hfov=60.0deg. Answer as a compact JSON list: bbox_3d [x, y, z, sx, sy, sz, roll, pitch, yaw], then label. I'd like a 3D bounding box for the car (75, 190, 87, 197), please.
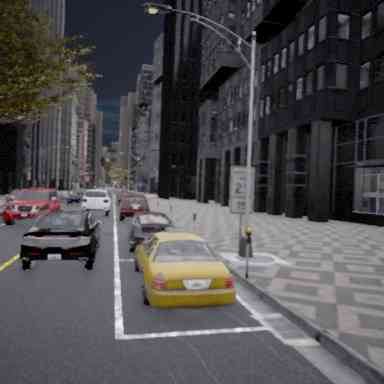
[{"bbox_3d":[-25.164,0.312,75.455,2.008,1.369,4.403,2,0,-13],"label":"car"}]

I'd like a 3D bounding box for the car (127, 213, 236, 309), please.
[{"bbox_3d":[-0.444,1.487,7.844,1.752,1.417,4.829,2,0,-13],"label":"car"}]

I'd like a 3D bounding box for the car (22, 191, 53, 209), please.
[{"bbox_3d":[-15.025,0.752,32.533,1.967,1.590,4.097,2,0,-13],"label":"car"}]

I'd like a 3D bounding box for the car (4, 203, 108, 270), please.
[{"bbox_3d":[-3.883,1.314,10.402,2.128,1.511,4.902,2,0,-13],"label":"car"}]

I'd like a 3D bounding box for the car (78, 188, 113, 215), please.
[{"bbox_3d":[-8.085,0.815,28.237,2.150,2.045,5.566,2,0,-13],"label":"car"}]

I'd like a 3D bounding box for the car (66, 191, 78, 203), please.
[{"bbox_3d":[-14.078,0.917,40.513,1.895,1.301,4.718,2,0,-13],"label":"car"}]

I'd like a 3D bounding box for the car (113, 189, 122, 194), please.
[{"bbox_3d":[-7.998,0.859,39.865,2.192,1.841,5.009,2,0,-13],"label":"car"}]

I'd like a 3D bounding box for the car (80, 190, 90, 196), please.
[{"bbox_3d":[-27.698,0.176,86.185,2.008,1.369,4.403,2,0,-13],"label":"car"}]

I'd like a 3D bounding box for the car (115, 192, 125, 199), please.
[{"bbox_3d":[-15.608,0.697,72.055,1.947,1.339,4.313,2,0,-13],"label":"car"}]

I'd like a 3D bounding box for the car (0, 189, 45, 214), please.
[{"bbox_3d":[-13.754,0.696,27.167,2.192,1.841,5.009,2,0,-13],"label":"car"}]

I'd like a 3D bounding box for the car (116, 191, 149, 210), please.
[{"bbox_3d":[-4.198,1.068,23.771,2.192,1.841,5.009,2,0,-13],"label":"car"}]

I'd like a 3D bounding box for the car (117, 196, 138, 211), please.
[{"bbox_3d":[-6.741,1.179,34.502,1.947,1.339,4.313,2,0,-13],"label":"car"}]

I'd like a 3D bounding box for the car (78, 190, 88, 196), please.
[{"bbox_3d":[-26.391,0.221,80.654,1.752,1.417,4.829,2,0,-13],"label":"car"}]

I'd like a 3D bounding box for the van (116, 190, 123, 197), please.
[{"bbox_3d":[-18.133,0.336,82.782,1.690,1.788,3.998,2,0,-13],"label":"van"}]

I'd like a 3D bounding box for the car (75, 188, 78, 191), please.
[{"bbox_3d":[-20.057,0.563,53.828,1.752,1.417,4.829,2,0,-13],"label":"car"}]

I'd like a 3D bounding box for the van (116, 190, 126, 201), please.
[{"bbox_3d":[-13.066,0.610,61.324,1.690,1.788,3.998,2,0,-13],"label":"van"}]

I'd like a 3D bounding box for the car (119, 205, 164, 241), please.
[{"bbox_3d":[-1.673,1.444,13.043,2.008,1.369,4.403,2,0,-13],"label":"car"}]

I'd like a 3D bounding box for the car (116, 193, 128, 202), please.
[{"bbox_3d":[-11.807,0.882,55.960,1.887,1.381,4.507,2,0,-13],"label":"car"}]

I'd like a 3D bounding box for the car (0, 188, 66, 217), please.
[{"bbox_3d":[-9.299,0.798,19.902,2.150,2.045,5.566,2,0,-13],"label":"car"}]
